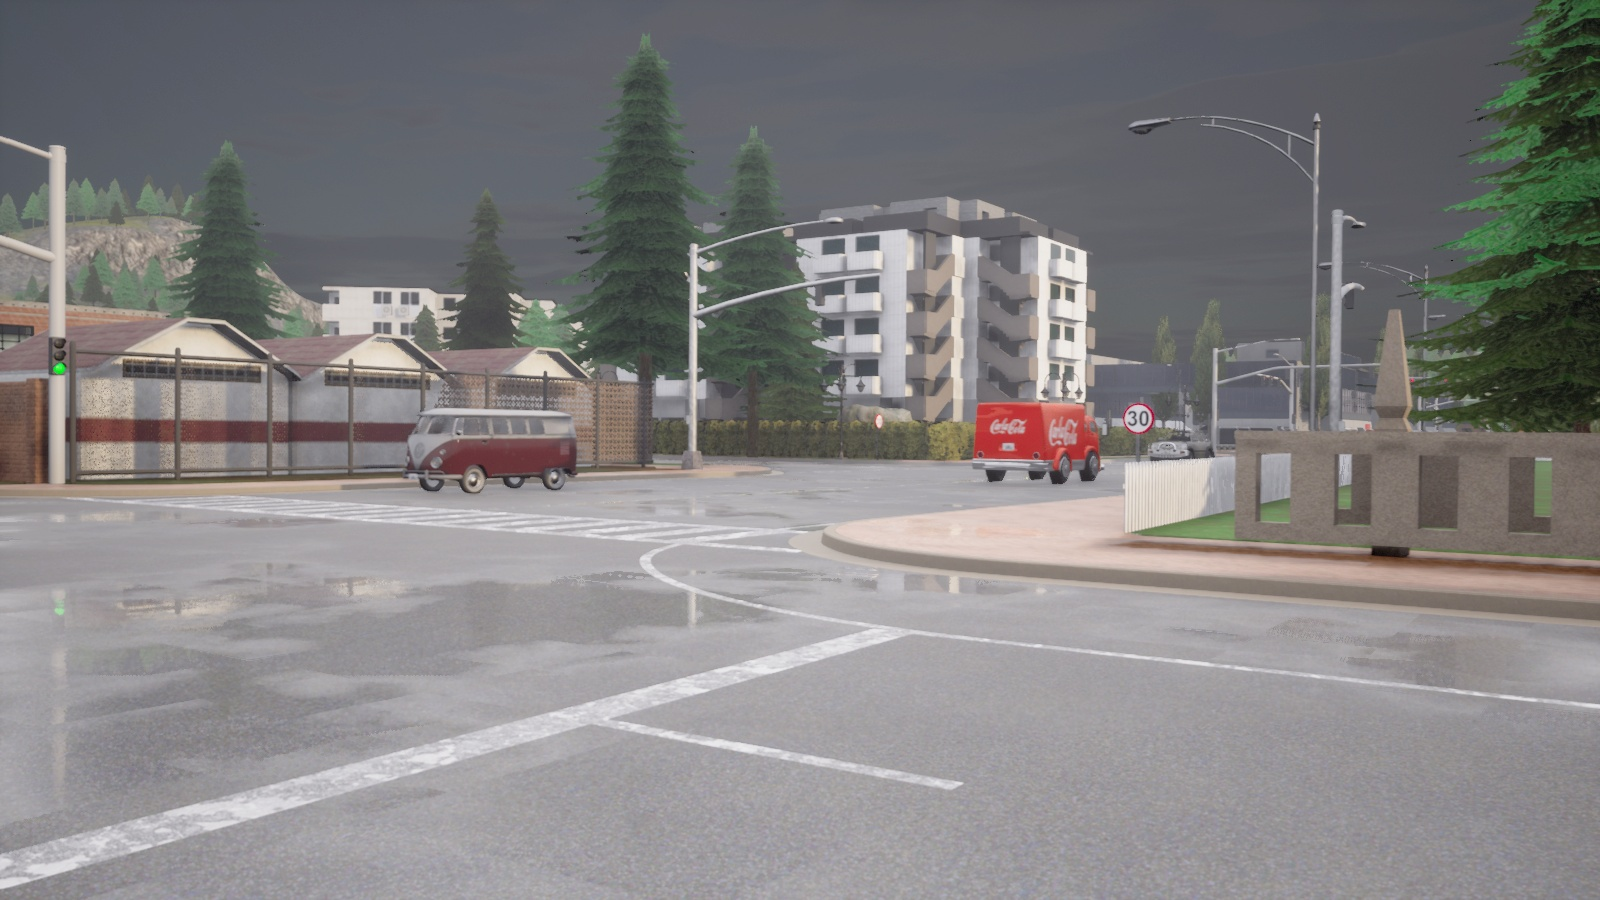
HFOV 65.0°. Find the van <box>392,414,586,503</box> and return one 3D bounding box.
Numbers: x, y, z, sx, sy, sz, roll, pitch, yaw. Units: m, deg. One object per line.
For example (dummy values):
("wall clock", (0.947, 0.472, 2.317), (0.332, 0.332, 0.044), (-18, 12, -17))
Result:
("van", (-7.412, 0.142, 30.363), (1.775, 1.987, 4.442), (0, 1, 35))

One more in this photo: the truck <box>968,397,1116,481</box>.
("truck", (7.703, -0.358, 39.568), (2.627, 2.467, 5.204), (0, 1, 35))

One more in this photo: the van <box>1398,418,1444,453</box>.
("van", (37.140, -0.870, 75.008), (1.775, 1.987, 4.442), (0, 1, 35))

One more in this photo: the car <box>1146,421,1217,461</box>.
("car", (18.510, -0.443, 60.848), (1.932, 1.855, 4.605), (0, 1, 35))

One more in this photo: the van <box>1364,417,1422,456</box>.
("van", (32.044, -0.755, 67.828), (2.069, 2.038, 4.480), (0, 1, 35))
